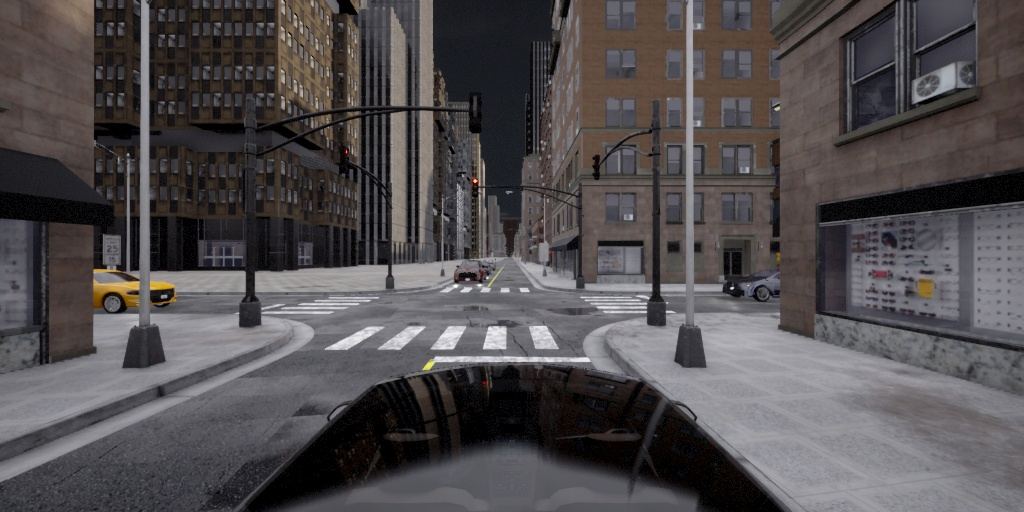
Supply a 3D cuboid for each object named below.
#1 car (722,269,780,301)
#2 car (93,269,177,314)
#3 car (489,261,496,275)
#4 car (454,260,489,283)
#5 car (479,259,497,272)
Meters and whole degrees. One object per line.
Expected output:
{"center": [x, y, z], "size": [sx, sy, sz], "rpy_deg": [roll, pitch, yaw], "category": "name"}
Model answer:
{"center": [12.219, 1.314, 16.687], "size": [4.181, 1.385, 1.994], "rpy_deg": [0, 0, -1], "category": "car"}
{"center": [-15.369, 1.232, 13.247], "size": [5.008, 1.535, 1.882], "rpy_deg": [0, 0, 0], "category": "car"}
{"center": [-3.175, 1.299, 38.075], "size": [2.033, 1.411, 5.357], "rpy_deg": [0, 0, 0], "category": "car"}
{"center": [-3.159, 1.103, 27.816], "size": [2.097, 1.767, 4.553], "rpy_deg": [0, 0, 0], "category": "car"}
{"center": [-3.189, 1.243, 48.493], "size": [2.128, 1.511, 4.902], "rpy_deg": [0, 0, 0], "category": "car"}
